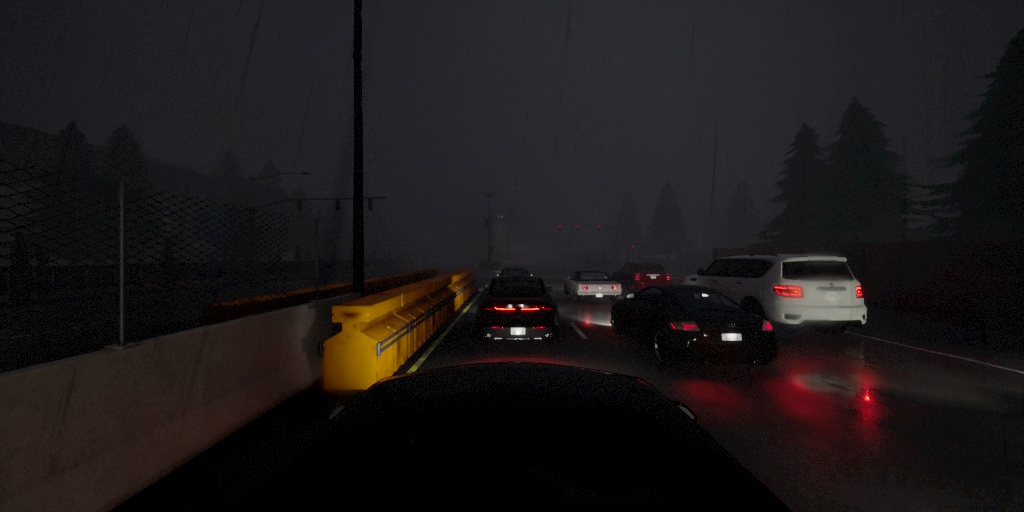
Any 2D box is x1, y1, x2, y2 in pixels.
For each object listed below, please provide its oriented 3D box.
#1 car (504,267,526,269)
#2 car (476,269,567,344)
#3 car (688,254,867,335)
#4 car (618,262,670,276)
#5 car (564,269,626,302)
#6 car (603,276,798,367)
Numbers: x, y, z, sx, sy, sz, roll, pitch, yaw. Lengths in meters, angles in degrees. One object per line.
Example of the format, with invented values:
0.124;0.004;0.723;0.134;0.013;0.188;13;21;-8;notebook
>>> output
0.145;1.297;19.105;2.033;1.411;5.357;0;0;0;car
0.121;1.255;9.587;1.837;1.490;4.892;0;0;0;car
7.125;0.971;10.657;2.150;2.045;5.566;0;0;0;car
7.150;1.102;20.243;2.097;1.767;4.553;0;0;0;car
3.642;1.351;17.139;1.895;1.301;4.718;0;0;0;car
3.625;1.314;7.958;1.994;1.385;4.181;0;0;-1;car
